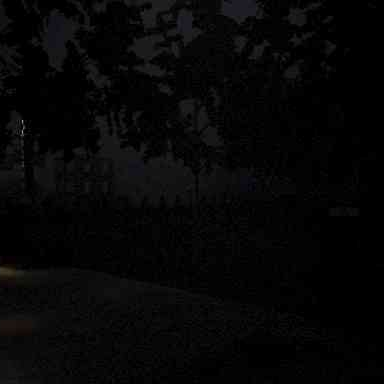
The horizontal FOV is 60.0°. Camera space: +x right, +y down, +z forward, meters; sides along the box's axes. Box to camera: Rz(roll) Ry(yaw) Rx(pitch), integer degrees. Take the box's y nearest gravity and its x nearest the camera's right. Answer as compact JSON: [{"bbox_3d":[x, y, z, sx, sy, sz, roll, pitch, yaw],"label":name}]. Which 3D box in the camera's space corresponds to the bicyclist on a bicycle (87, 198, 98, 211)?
[{"bbox_3d":[-8.486,1.316,28.515,1.656,1.620,0.582,0,0,35],"label":"bicyclist on a bicycle"}]

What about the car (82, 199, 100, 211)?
[{"bbox_3d":[-11.837,1.519,38.236,1.994,1.385,4.181,0,0,36],"label":"car"}]
